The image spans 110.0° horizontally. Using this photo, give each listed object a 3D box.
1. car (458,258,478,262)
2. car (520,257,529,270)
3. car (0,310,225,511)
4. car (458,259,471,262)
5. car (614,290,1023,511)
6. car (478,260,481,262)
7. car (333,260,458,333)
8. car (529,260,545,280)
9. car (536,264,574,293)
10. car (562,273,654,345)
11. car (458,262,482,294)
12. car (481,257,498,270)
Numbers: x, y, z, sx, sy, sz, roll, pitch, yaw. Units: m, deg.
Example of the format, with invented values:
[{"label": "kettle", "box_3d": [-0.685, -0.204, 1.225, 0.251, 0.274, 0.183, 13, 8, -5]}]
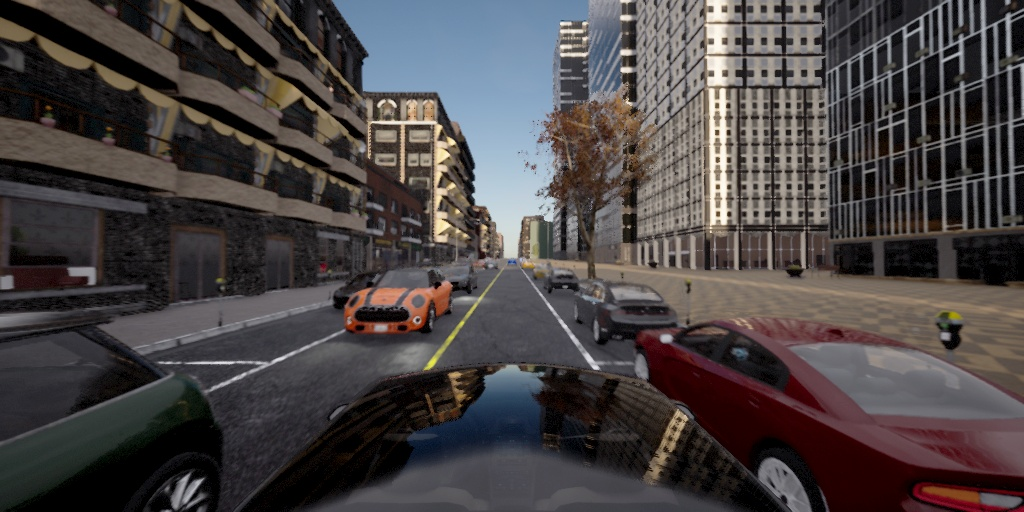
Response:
[{"label": "car", "box_3d": [-5.665, 1.119, 42.736, 2.192, 1.841, 5.009, 0, 0, 0]}, {"label": "car", "box_3d": [2.383, 1.287, 55.744, 1.801, 1.575, 5.366, 0, 0, 0]}, {"label": "car", "box_3d": [-3.101, 1.098, 0.604, 2.097, 1.767, 4.553, 0, 0, 0]}, {"label": "car", "box_3d": [-5.669, 1.321, 36.996, 1.751, 1.417, 4.829, 0, 0, 0]}, {"label": "car", "box_3d": [2.690, 1.299, 3.741, 1.888, 1.381, 4.507, 0, 0, 0]}, {"label": "car", "box_3d": [-5.652, 1.386, 65.014, 1.888, 1.381, 4.507, 0, 0, 0]}, {"label": "car", "box_3d": [-3.087, 1.112, 10.700, 2.097, 1.767, 4.553, 0, 0, 0]}, {"label": "car", "box_3d": [2.708, 1.318, 31.761, 1.751, 1.417, 4.829, 0, 0, 0]}, {"label": "car", "box_3d": [2.701, 1.327, 20.451, 2.007, 1.370, 4.403, 0, 0, 0]}, {"label": "car", "box_3d": [2.694, 1.312, 9.311, 2.007, 1.370, 4.403, 0, 0, 0]}, {"label": "car", "box_3d": [-3.040, 1.278, 20.714, 1.837, 1.490, 4.892, 0, 0, 1]}, {"label": "car", "box_3d": [-3.035, 1.316, 53.773, 2.128, 1.511, 4.902, 0, 0, 0]}]
